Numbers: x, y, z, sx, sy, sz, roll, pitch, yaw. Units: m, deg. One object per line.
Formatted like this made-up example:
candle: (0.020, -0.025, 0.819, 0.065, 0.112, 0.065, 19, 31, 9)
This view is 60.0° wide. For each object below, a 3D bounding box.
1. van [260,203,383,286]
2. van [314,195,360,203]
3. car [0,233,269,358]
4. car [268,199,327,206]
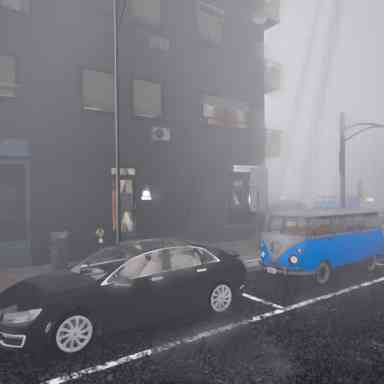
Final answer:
van: (3.602, 1.339, 9.133, 3.998, 1.788, 1.690, 0, -1, -35)
van: (12.850, 1.200, 29.763, 1.690, 1.788, 3.998, -1, 1, -35)
car: (-0.960, 1.550, 5.883, 4.403, 1.369, 2.008, 0, -1, -35)
car: (7.928, 1.540, 26.694, 1.895, 1.301, 4.718, -1, 1, -38)
